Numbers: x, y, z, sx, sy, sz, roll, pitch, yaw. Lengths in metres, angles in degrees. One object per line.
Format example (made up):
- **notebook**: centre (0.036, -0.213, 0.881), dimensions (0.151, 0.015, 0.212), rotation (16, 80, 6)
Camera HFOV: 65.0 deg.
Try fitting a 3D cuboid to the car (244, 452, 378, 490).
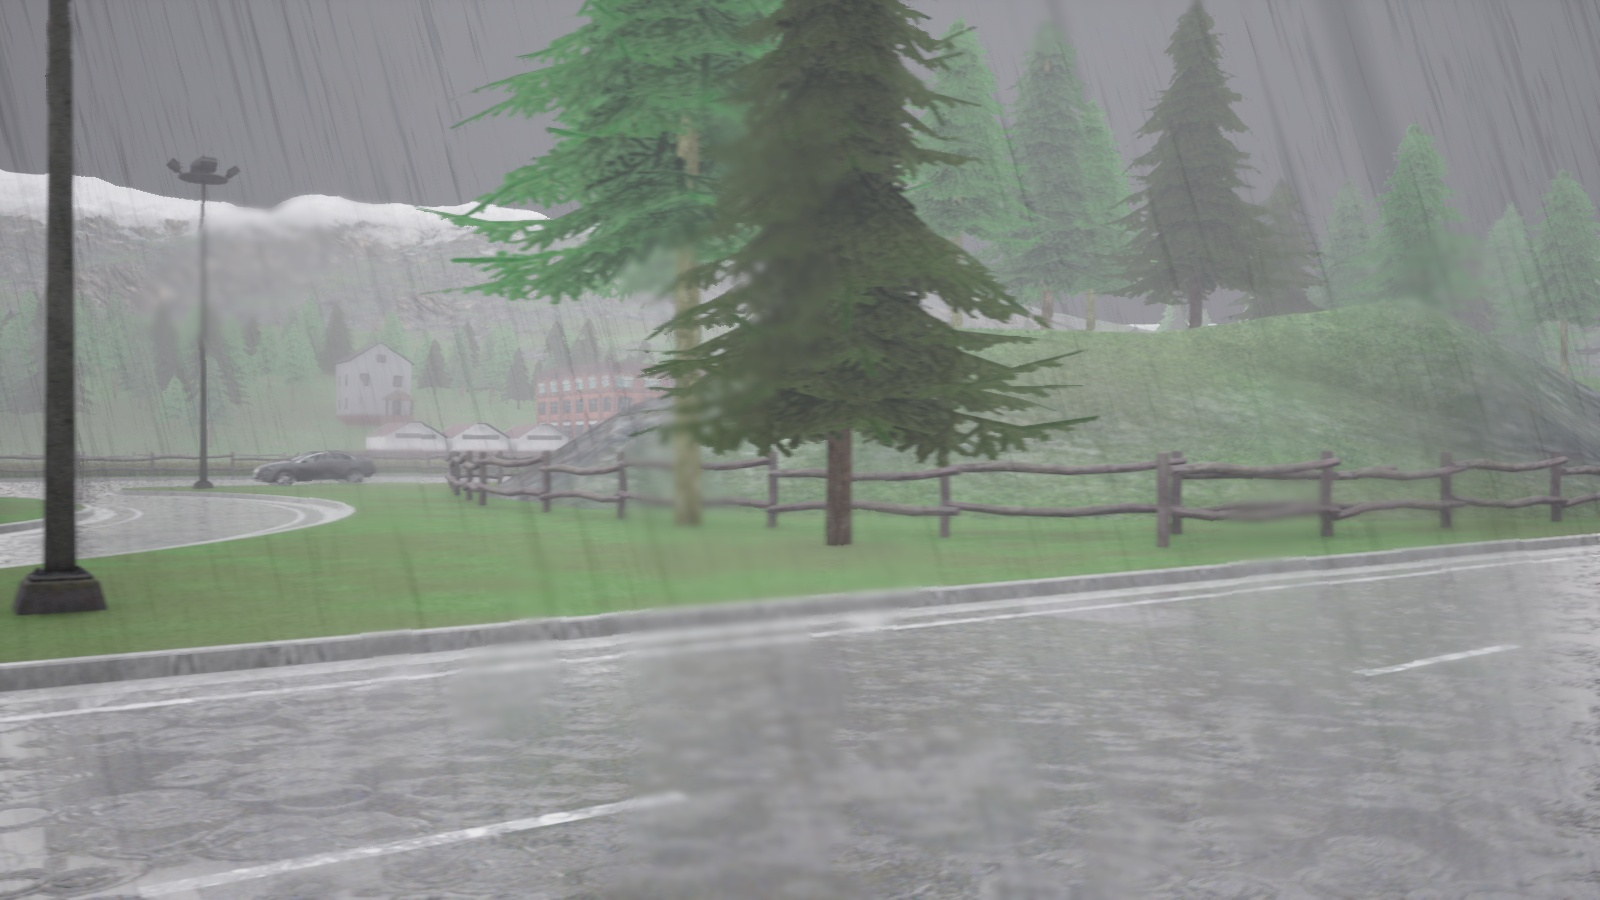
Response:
- **car**: centre (-20.541, 0.848, 52.848), dimensions (4.902, 1.511, 2.128), rotation (0, 0, -35)
